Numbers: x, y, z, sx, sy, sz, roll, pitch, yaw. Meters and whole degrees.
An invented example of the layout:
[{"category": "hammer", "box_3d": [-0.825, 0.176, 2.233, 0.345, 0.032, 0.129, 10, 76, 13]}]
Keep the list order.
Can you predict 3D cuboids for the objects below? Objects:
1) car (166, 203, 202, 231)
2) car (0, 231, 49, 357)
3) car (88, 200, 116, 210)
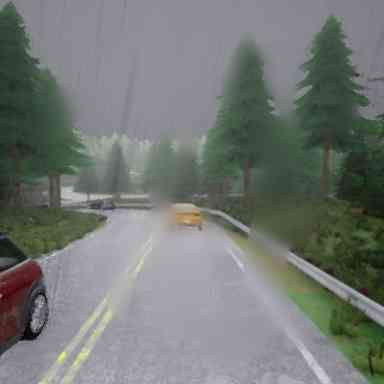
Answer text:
[{"category": "car", "box_3d": [-0.541, 1.449, 20.756, 1.882, 1.535, 5.008, 0, 0, -6]}, {"category": "car", "box_3d": [-3.358, 1.353, 3.483, 2.097, 1.767, 4.553, 0, 0, -1]}, {"category": "car", "box_3d": [-11.744, 1.711, 42.946, 4.181, 1.385, 1.994, -2, 2, 42]}]
